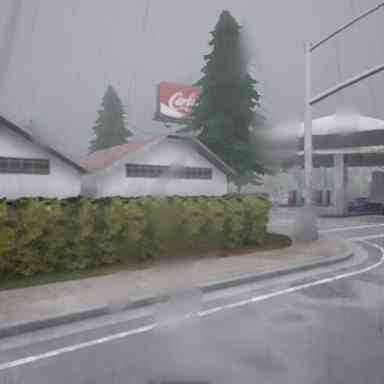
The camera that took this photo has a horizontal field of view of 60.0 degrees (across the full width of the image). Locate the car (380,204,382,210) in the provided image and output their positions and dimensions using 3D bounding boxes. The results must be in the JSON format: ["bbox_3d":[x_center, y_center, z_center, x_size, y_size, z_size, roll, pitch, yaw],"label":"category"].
[{"bbox_3d":[20.077,1.308,31.733,3.866,1.878,1.905,0,0,-36],"label":"car"}]

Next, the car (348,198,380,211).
[{"bbox_3d":[20.246,1.475,38.863,4.611,1.667,2.242,0,0,-36],"label":"car"}]

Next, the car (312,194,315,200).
[{"bbox_3d":[31.353,1.320,88.348,2.152,1.636,5.027,0,0,-36],"label":"car"}]
